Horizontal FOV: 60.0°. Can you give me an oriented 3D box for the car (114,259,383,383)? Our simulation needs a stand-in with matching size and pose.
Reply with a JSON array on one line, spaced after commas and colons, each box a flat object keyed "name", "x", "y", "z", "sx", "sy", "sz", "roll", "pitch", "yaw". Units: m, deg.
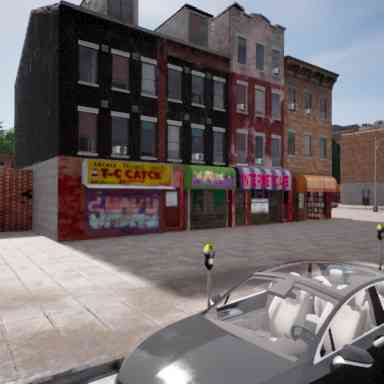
[{"name": "car", "x": 1.312, "y": 1.551, "z": 3.734, "sx": 4.403, "sy": 1.369, "sz": 2.008, "roll": 0, "pitch": 0, "yaw": -35}]

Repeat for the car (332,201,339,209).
[{"name": "car", "x": 15.750, "y": 1.368, "z": 41.287, "sx": 1.837, "sy": 1.490, "sz": 4.892, "roll": 0, "pitch": 0, "yaw": -36}]
